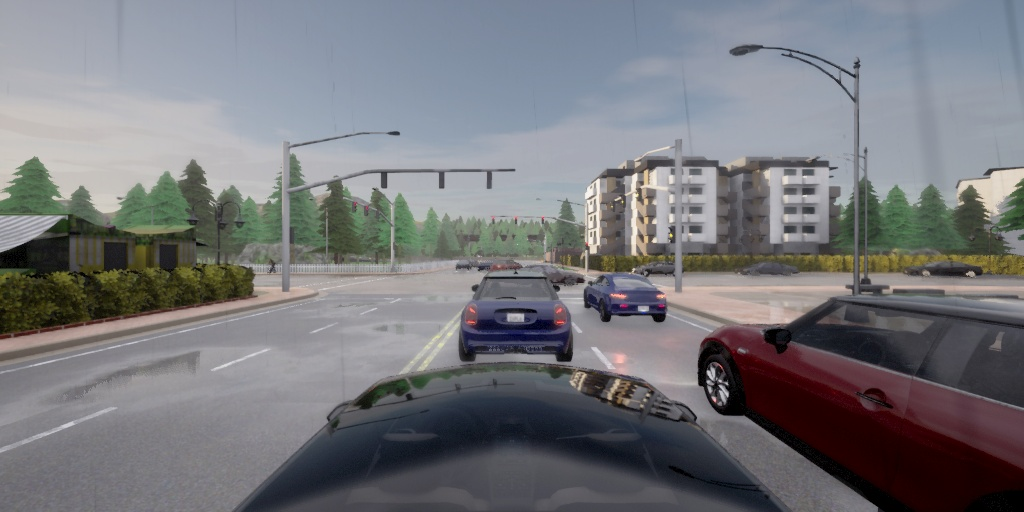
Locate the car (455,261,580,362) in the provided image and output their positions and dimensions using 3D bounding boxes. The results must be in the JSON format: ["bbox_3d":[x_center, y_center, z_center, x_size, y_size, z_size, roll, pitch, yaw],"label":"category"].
[{"bbox_3d":[0.092,1.102,8.403,2.097,1.767,4.553,0,0,1],"label":"car"}]

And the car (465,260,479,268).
[{"bbox_3d":[-6.745,1.314,60.837,1.994,1.385,4.181,0,0,0],"label":"car"}]

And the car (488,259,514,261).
[{"bbox_3d":[-0.501,1.102,37.672,2.097,1.767,4.553,0,0,22],"label":"car"}]

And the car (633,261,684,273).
[{"bbox_3d":[14.246,1.241,34.997,4.902,1.511,2.128,0,0,-2],"label":"car"}]

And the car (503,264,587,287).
[{"bbox_3d":[2.113,1.297,23.947,5.357,1.411,2.033,0,0,-1],"label":"car"}]

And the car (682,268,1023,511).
[{"bbox_3d":[3.605,1.102,3.124,2.097,1.767,4.553,0,0,0],"label":"car"}]

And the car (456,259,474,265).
[{"bbox_3d":[-6.802,1.228,50.920,1.882,1.535,5.008,0,0,0],"label":"car"}]

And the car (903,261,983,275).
[{"bbox_3d":[39.562,1.228,33.081,5.008,1.535,1.882,0,0,17],"label":"car"}]

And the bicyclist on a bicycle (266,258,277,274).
[{"bbox_3d":[-25.594,1.052,38.175,0.582,1.620,1.656,0,0,-1],"label":"bicyclist on a bicycle"}]

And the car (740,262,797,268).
[{"bbox_3d":[25.005,1.298,35.254,5.357,1.411,2.033,0,0,0],"label":"car"}]

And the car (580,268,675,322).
[{"bbox_3d":[3.645,1.276,12.113,1.812,1.442,4.674,0,0,1],"label":"car"}]
